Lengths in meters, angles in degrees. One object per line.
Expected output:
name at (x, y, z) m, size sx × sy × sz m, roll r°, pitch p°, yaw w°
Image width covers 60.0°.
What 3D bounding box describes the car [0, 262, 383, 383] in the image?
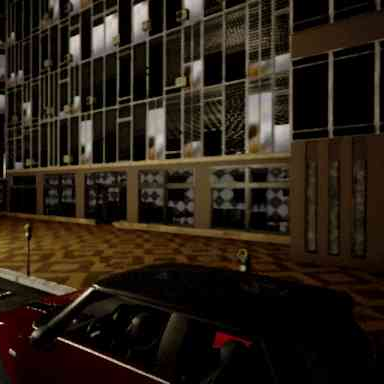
car at (-0.360, 1.425, 3.132) m, size 4.097 × 1.590 × 1.967 m, roll 1°, pitch 0°, yaw 35°
